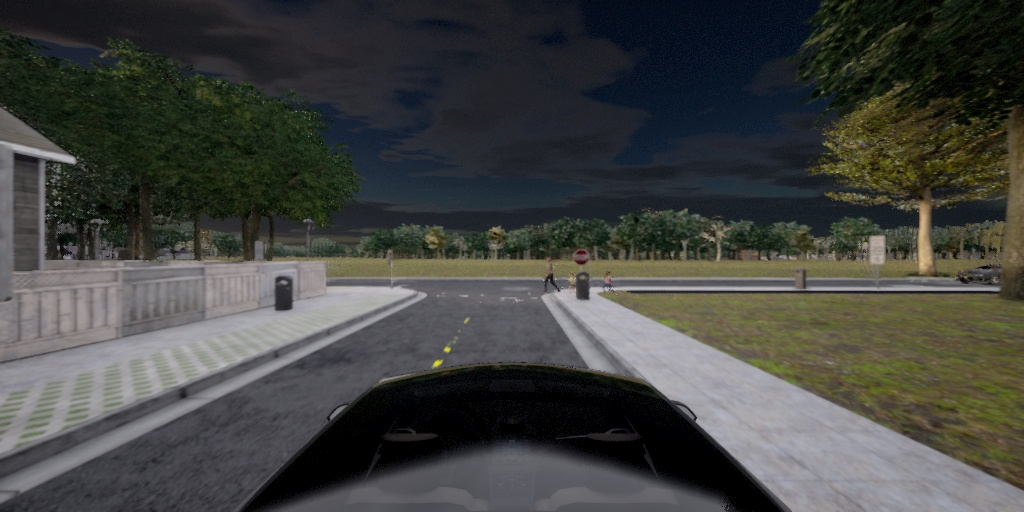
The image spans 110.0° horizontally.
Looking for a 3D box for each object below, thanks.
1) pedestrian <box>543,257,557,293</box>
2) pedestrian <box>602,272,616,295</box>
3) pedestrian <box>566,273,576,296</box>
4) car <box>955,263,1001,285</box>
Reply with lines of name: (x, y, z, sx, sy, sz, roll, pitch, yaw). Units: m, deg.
pedestrian: (1.868, 0.874, 17.580, 0.375, 1.860, 0.375, 0, 0, 0)
pedestrian: (4.555, 0.890, 16.979, 0.375, 1.860, 0.375, 0, 0, 0)
pedestrian: (2.764, 1.256, 16.379, 0.500, 1.100, 0.500, 0, 0, 0)
car: (35.362, 1.276, 26.023, 4.892, 1.490, 1.837, 0, 0, 0)
